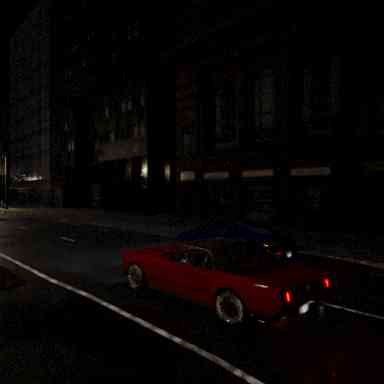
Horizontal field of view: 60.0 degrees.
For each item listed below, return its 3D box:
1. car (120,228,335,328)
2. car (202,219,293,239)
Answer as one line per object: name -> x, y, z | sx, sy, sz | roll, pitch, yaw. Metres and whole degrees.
car -> 0.376, 1.665, 7.201 | 1.895, 1.301, 4.718 | 2, -2, -43
car -> 1.259, 1.634, 11.368 | 1.812, 1.442, 4.674 | 0, 0, -43
